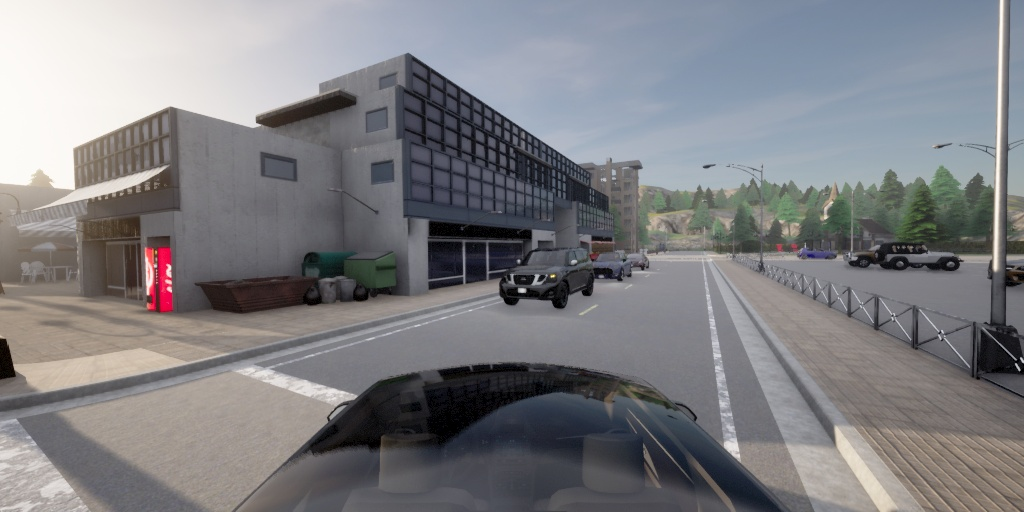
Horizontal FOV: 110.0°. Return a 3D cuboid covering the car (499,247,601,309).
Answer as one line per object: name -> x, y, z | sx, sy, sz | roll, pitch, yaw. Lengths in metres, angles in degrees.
car -> 1.607, 0.686, 13.959 | 2.150, 2.045, 5.566 | 0, 1, 28

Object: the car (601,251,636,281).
car -> 6.188, 0.550, 22.663 | 2.097, 1.767, 4.553 | 0, 2, 28

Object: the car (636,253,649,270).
car -> 10.959, 0.446, 31.715 | 1.812, 1.442, 4.674 | 0, 2, 28
